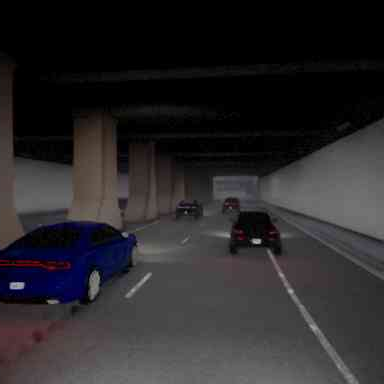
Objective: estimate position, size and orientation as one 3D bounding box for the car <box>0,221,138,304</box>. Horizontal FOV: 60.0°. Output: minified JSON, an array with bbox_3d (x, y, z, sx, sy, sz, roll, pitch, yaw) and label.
[{"bbox_3d":[-2.747,1.449,8.170,1.882,1.535,5.008,0,0,6],"label":"car"}]

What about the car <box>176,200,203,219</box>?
[{"bbox_3d":[-0.139,1.414,28.389,2.128,1.511,4.902,0,0,8],"label":"car"}]

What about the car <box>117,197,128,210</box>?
[{"bbox_3d":[-9.132,1.360,41.511,2.128,1.511,4.902,0,0,8],"label":"car"}]

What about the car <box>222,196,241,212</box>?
[{"bbox_3d":[4.405,1.411,36.943,1.837,1.490,4.892,0,0,9],"label":"car"}]

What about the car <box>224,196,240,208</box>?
[{"bbox_3d":[5.838,1.372,48.067,2.128,1.511,4.902,0,0,8],"label":"car"}]

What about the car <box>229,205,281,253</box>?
[{"bbox_3d":[2.486,1.494,13.495,1.812,1.442,4.674,0,0,8],"label":"car"}]
